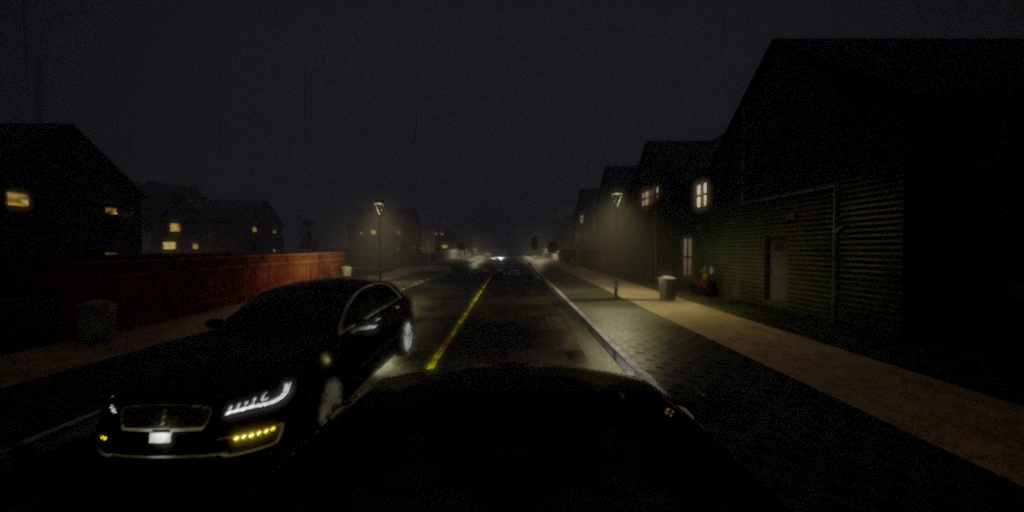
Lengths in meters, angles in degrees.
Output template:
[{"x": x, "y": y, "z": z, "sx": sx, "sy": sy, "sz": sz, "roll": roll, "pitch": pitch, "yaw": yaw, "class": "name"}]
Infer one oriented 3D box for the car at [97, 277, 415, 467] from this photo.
[{"x": -2.849, "y": 1.147, "z": 5.325, "sx": 1.837, "sy": 1.490, "sz": 4.892, "roll": 0, "pitch": 2, "yaw": 0, "class": "car"}]
